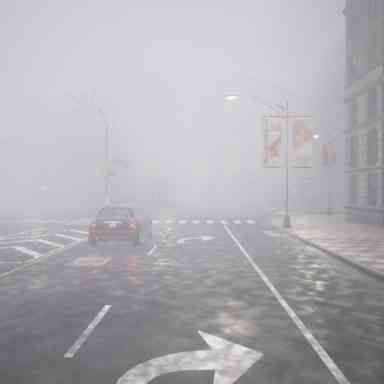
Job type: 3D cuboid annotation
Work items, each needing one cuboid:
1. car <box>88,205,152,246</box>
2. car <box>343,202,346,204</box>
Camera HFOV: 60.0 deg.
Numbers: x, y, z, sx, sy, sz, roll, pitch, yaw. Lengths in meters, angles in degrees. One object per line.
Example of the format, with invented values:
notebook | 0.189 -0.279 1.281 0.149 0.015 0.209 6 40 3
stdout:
car | -3.121 1.352 15.368 2.097 1.767 4.553 0 0 1
car | 23.479 1.547 45.352 5.357 1.411 2.033 0 0 2
